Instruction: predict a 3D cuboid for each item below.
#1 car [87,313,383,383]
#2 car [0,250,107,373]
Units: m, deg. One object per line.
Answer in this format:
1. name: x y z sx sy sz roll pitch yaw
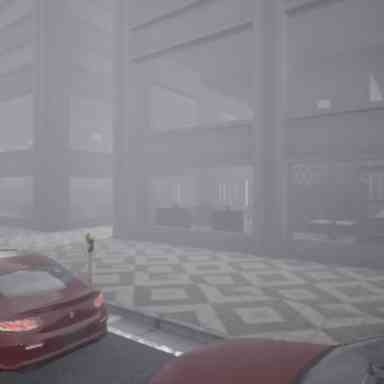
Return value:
1. car: 1.506 1.582 1.886 4.206 1.307 1.802 0 0 35
2. car: -3.086 1.577 5.161 4.206 1.307 1.802 0 0 35
